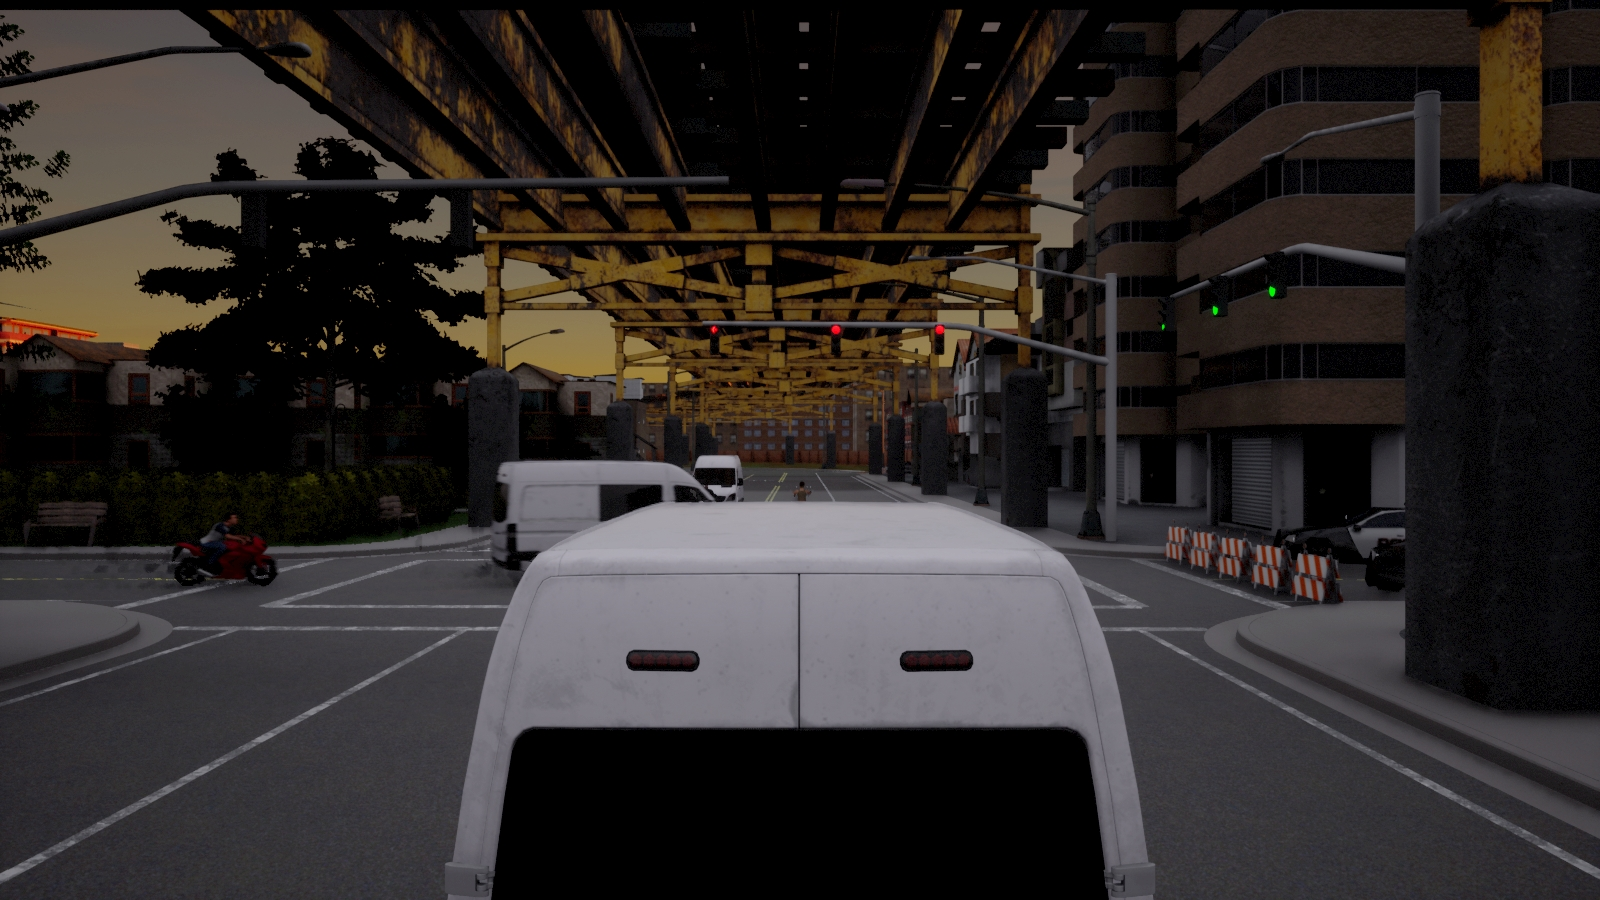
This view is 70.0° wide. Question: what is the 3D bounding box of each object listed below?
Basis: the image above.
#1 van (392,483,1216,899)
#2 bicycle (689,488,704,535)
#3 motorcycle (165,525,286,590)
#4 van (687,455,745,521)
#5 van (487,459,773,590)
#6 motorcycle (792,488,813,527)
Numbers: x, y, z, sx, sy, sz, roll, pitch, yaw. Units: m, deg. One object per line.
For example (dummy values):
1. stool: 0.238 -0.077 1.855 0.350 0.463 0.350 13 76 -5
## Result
1. van: 0.015 1.531 5.717 1.988 2.561 5.915 0 0 0
2. bicycle: -3.463 2.031 38.264 0.329 1.496 1.835 0 0 1
3. motorcycle: -11.643 2.164 23.208 2.033 1.224 0.803 0 0 -6
4. van: -3.456 1.514 48.058 1.988 2.561 5.915 0 0 0
5. van: -3.712 1.523 25.228 5.915 2.561 1.988 0 1 -25
6. motorcycle: 0.074 2.124 42.565 0.764 1.332 2.356 0 0 0
